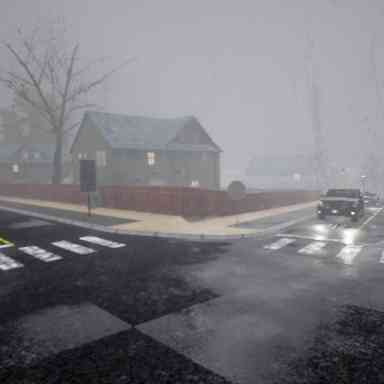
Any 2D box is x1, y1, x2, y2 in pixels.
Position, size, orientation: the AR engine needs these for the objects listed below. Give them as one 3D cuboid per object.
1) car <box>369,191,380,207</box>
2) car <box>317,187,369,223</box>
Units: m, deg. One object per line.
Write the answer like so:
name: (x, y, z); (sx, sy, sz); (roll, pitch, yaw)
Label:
car: (19.147, 0.721, 36.103); (1.837, 1.490, 4.892); (2, 2, 33)
car: (9.741, 0.720, 21.484); (2.150, 2.045, 5.566); (2, 2, 33)
